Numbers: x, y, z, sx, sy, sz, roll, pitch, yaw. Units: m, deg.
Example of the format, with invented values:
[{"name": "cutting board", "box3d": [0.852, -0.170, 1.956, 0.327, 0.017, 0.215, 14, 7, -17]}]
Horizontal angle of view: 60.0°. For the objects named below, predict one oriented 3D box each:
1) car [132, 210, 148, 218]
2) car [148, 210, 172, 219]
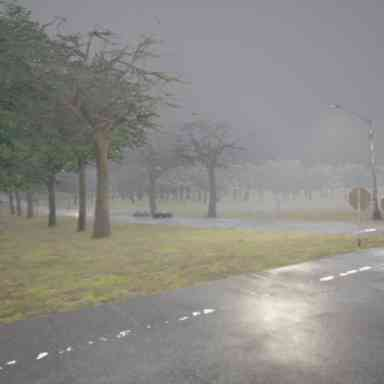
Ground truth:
[{"name": "car", "box3d": [-10.121, 4.371, 65.664, 1.837, 1.490, 4.892, -2, -1, -34]}, {"name": "car", "box3d": [-5.366, 3.994, 58.766, 1.882, 1.535, 5.008, -2, -2, -34]}]
